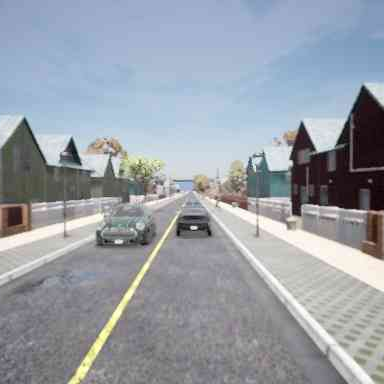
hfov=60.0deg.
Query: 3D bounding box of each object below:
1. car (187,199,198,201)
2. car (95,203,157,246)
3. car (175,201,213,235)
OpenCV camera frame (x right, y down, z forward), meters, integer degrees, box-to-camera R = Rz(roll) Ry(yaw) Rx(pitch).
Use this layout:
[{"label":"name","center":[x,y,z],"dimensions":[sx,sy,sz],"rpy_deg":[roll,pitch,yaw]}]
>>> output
[{"label":"car","center":[0.089,1.536,42.114],"dimensions":[2.033,1.411,5.357],"rpy_deg":[0,0,0]},{"label":"car","center":[-2.853,1.344,15.189],"dimensions":[2.097,1.767,4.553],"rpy_deg":[0,0,0]},{"label":"car","center":[0.094,1.496,18.659],"dimensions":[1.837,1.490,4.892],"rpy_deg":[0,0,0]}]
